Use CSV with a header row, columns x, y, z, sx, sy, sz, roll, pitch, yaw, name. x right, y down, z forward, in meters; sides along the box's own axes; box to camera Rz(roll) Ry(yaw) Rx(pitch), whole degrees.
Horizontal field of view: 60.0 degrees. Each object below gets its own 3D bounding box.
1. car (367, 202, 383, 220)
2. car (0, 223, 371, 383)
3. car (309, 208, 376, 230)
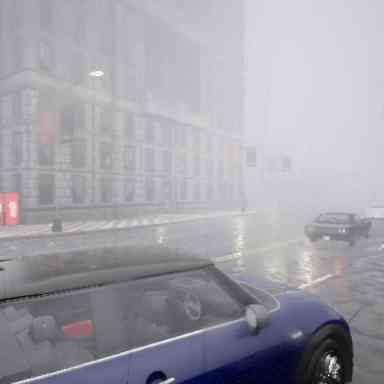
x,y,z,sx,sy,sz,roll,pitch,yaw,name
14.343,1.515,25.337,1.812,1.442,4.674,0,0,36,car
-0.379,1.349,3.327,4.553,1.767,2.097,0,0,-36,car
6.904,1.593,15.392,1.895,1.301,4.718,0,0,38,car
